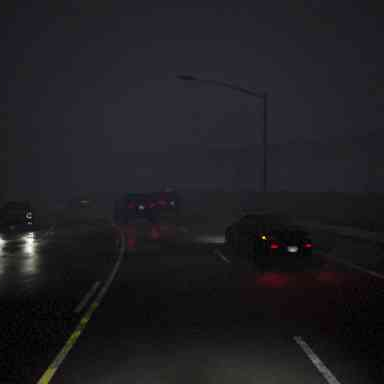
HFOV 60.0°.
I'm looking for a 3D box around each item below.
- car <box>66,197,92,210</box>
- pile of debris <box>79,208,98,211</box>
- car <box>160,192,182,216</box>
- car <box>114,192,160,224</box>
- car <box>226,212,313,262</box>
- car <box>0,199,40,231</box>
[{"bbox_3d":[-13.706,1.321,40.131,2.128,1.511,4.902,-1,1,-39],"label":"car"},{"bbox_3d":[-11.825,2.001,37.927,1.500,0.140,1.860,-1,1,-37],"label":"pile of debris"},{"bbox_3d":[-2.747,1.023,29.524,2.150,2.045,5.566,-1,0,-25],"label":"car"},{"bbox_3d":[-4.252,1.086,24.180,2.150,2.045,5.566,-1,1,-21],"label":"car"},{"bbox_3d":[2.534,1.438,11.750,1.812,1.442,4.674,0,0,-8],"label":"car"},{"bbox_3d":[-10.272,1.299,19.685,2.097,1.767,4.553,-1,0,-20],"label":"car"}]
